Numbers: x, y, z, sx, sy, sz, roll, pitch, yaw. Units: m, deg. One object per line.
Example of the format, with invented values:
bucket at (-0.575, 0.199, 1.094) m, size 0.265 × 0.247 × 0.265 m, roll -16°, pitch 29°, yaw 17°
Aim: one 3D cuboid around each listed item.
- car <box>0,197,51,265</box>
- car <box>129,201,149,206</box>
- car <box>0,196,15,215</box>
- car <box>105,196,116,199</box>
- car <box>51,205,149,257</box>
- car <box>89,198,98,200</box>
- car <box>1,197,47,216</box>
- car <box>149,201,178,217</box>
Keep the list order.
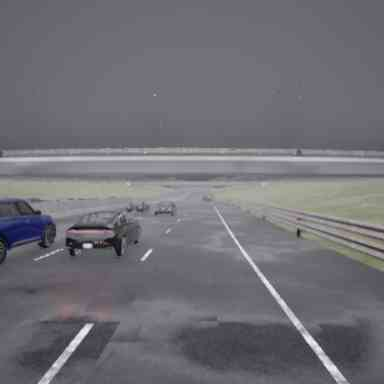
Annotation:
car at (-6.734, 1.193, 11.409) m, size 2.150 × 2.045 × 5.566 m, roll 0°, pitch 0°, yaw 1°
car at (-5.779, 1.630, 36.256) m, size 1.895 × 1.301 × 4.718 m, roll 0°, pitch 0°, yaw 2°
car at (-20.108, 1.356, 33.303) m, size 2.097 × 1.767 × 4.553 m, roll 0°, pitch 0°, yaw 3°
car at (-18.243, 1.751, 74.623) m, size 1.837 × 1.490 × 4.892 m, roll 0°, pitch -1°, yaw 2°
car at (-3.190, 1.467, 12.795) m, size 2.128 × 1.511 × 4.902 m, roll 0°, pitch 0°, yaw 1°
car at (-21.785, 1.904, 73.739) m, size 1.994 × 1.385 × 4.181 m, roll 0°, pitch -1°, yaw 2°
car at (-16.610, 1.359, 33.206) m, size 2.097 × 1.767 × 4.553 m, roll 0°, pitch 0°, yaw 3°
car at (-2.455, 1.565, 32.066) m, size 2.033 × 1.411 × 5.357 m, roll 0°, pitch 0°, yaw 2°
